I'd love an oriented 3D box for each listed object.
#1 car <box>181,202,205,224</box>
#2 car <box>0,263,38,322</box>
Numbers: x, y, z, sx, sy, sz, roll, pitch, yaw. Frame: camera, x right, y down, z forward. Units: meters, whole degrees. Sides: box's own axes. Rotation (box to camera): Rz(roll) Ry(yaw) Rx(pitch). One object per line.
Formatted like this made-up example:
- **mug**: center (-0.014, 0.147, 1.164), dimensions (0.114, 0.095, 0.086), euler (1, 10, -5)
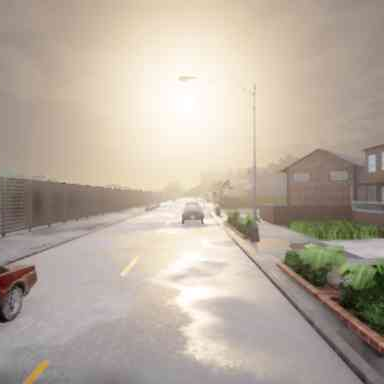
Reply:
- **car**: center (0.080, 1.828, 27.927), dimensions (1.812, 1.442, 4.674), euler (0, -1, 0)
- **car**: center (-4.101, 1.653, 4.621), dimensions (1.895, 1.301, 4.718), euler (0, -1, 0)
